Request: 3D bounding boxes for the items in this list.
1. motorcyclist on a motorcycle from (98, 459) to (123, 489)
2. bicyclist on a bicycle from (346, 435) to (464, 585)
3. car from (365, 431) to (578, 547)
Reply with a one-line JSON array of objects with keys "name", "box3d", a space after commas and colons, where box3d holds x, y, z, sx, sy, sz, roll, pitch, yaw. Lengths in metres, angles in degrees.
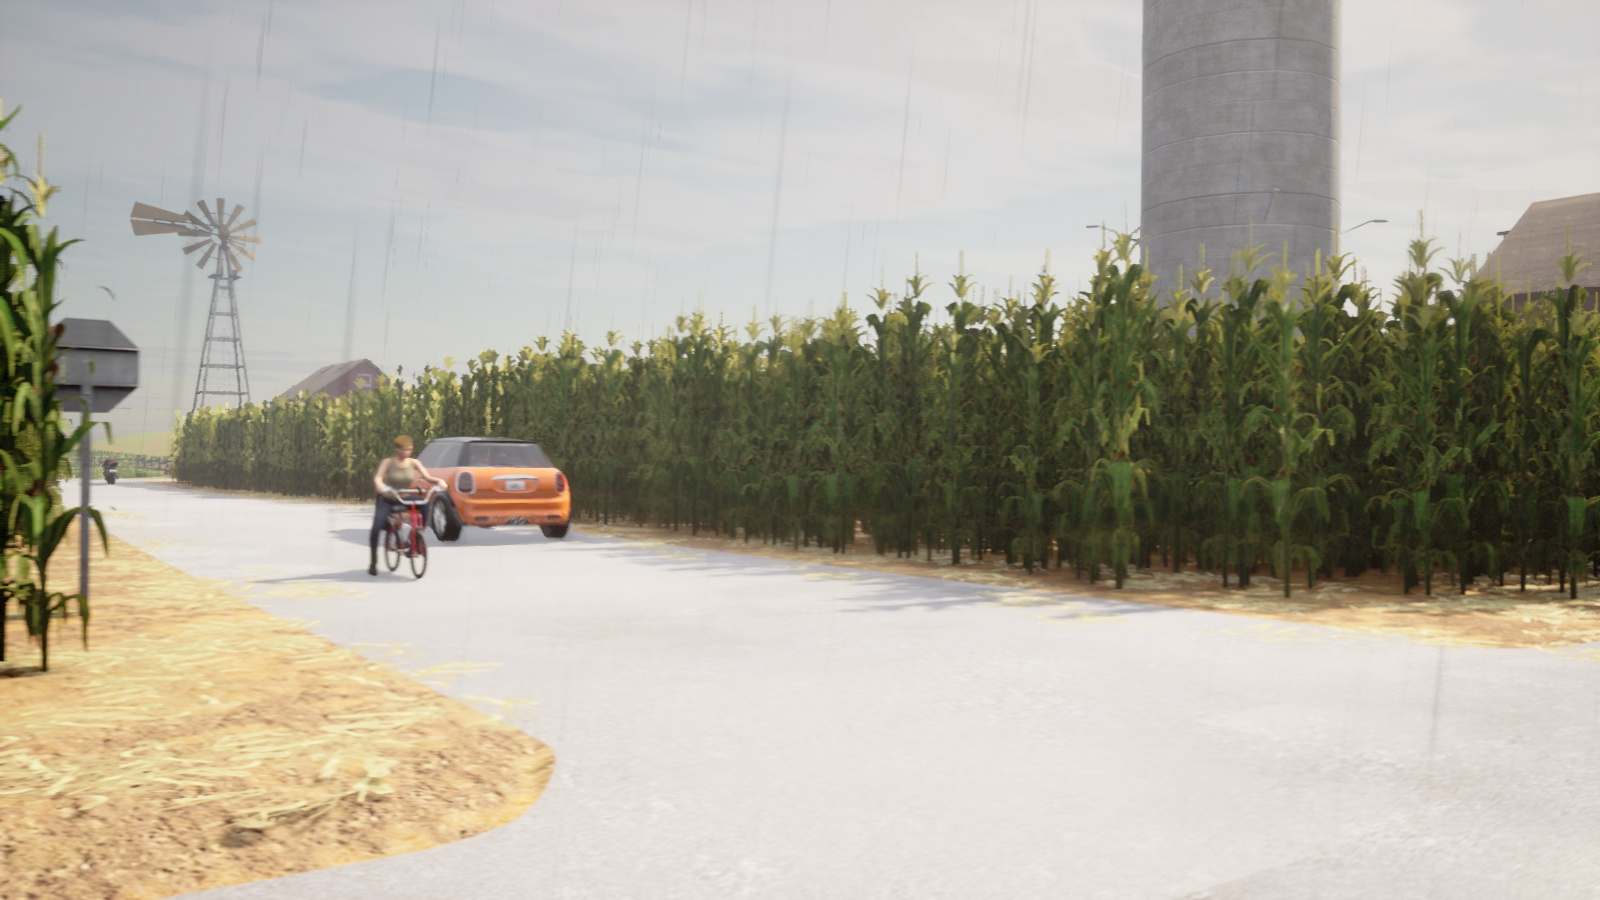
[{"name": "motorcyclist on a motorcycle", "box3d": [-35.683, 1.230, 64.971, 0.866, 1.530, 2.191, 1, -1, -35]}, {"name": "bicyclist on a bicycle", "box3d": [-4.527, 0.651, 14.342, 0.866, 1.612, 1.509, 1, -1, -35]}, {"name": "car", "box3d": [-5.758, 0.590, 21.597, 2.097, 1.767, 4.553, 1, 0, -35]}]
